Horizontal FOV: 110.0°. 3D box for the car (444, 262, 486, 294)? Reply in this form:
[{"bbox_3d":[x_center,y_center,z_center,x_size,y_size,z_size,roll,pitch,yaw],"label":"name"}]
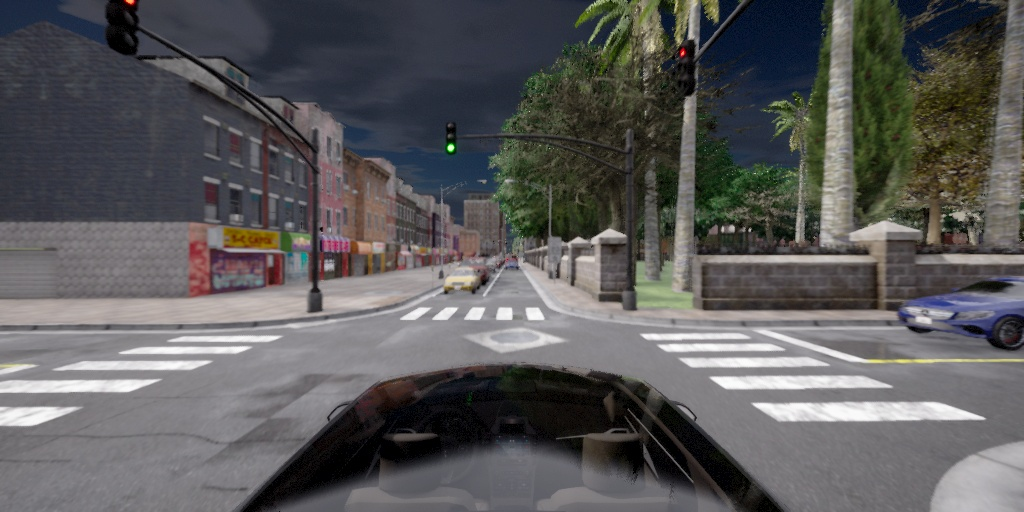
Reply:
[{"bbox_3d":[-2.655,1.227,19.902,1.751,1.417,4.829,0,0,0],"label":"car"}]

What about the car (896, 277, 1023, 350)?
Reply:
[{"bbox_3d":[11.719,1.196,8.134,4.674,1.442,1.812,0,0,1],"label":"car"}]

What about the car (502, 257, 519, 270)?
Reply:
[{"bbox_3d":[-0.008,1.178,49.587,2.033,1.411,5.357,0,0,0],"label":"car"}]

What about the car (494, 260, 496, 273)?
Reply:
[{"bbox_3d":[-2.659,1.241,30.610,1.948,1.339,4.313,0,0,0],"label":"car"}]

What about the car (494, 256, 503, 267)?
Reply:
[{"bbox_3d":[-2.657,1.064,51.690,1.967,1.591,4.097,0,0,0],"label":"car"}]

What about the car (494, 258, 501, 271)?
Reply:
[{"bbox_3d":[-2.658,1.200,41.150,2.007,1.370,4.403,0,0,0],"label":"car"}]

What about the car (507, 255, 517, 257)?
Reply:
[{"bbox_3d":[-0.010,0.824,60.037,2.150,2.045,5.566,0,0,0],"label":"car"}]

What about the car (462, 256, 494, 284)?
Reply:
[{"bbox_3d":[-2.660,1.003,25.340,2.192,1.841,5.009,0,0,0],"label":"car"}]
